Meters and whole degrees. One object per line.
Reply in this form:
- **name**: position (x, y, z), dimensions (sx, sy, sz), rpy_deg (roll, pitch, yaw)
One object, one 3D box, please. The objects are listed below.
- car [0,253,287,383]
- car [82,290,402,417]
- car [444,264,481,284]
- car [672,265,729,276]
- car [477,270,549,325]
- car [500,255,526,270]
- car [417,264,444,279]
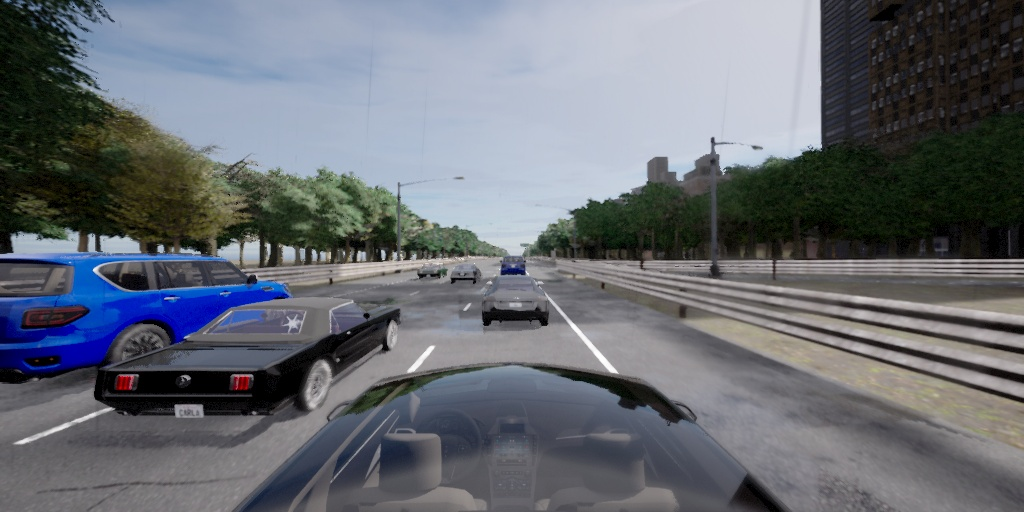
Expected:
- **car**: position (-6.901, 0.973, 7.234), dimensions (2.150, 2.045, 5.566), rpy_deg (0, 0, 0)
- **car**: position (-3.401, 1.352, 6.008), dimensions (1.895, 1.301, 4.718), rpy_deg (0, 0, 0)
- **car**: position (-3.398, 1.300, 27.029), dimensions (2.033, 1.411, 5.357), rpy_deg (0, 0, 0)
- **car**: position (17.254, 1.126, 33.201), dimensions (1.895, 1.301, 4.718), rpy_deg (0, -1, -30)
- **car**: position (0.099, 1.316, 11.851), dimensions (1.994, 1.385, 4.181), rpy_deg (0, 0, 0)
- **car**: position (0.103, 0.966, 32.467), dimensions (2.150, 2.045, 5.566), rpy_deg (0, 0, 0)
- **car**: position (-6.896, 1.347, 31.803), dimensions (1.895, 1.301, 4.718), rpy_deg (0, 0, 0)
